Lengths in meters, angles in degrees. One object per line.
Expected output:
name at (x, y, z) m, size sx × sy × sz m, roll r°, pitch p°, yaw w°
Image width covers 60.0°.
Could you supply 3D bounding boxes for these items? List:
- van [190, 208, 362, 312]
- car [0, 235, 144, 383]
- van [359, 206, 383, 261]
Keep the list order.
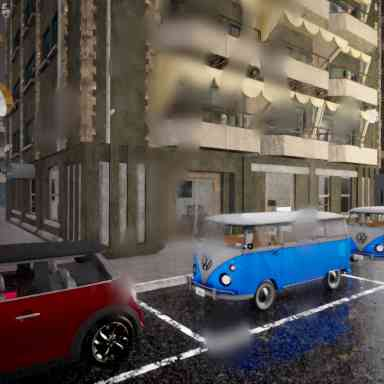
van at (1.860, 1.343, 7.435) m, size 3.998 × 1.788 × 1.690 m, roll 0°, pitch 0°, yaw -36°
car at (-2.765, 1.440, 4.121) m, size 4.097 × 1.590 × 1.967 m, roll 0°, pitch 0°, yaw -36°
van at (6.485, 1.346, 10.750) m, size 3.998 × 1.788 × 1.690 m, roll 0°, pitch 0°, yaw -36°
